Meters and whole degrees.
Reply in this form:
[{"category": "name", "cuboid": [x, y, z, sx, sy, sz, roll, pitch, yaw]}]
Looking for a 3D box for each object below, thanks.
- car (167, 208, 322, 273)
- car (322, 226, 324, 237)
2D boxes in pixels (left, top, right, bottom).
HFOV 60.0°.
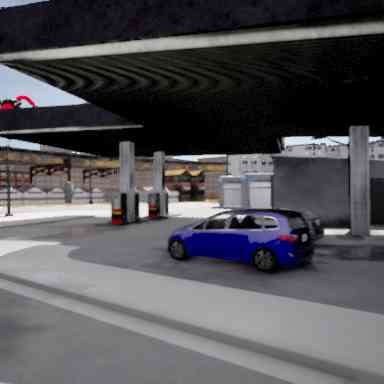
[{"category": "car", "cuboid": [1.350, 1.349, 10.535, 4.611, 1.667, 2.242, -1, 0, 36]}, {"category": "car", "cuboid": [4.067, 1.518, 15.654, 3.806, 1.475, 1.970, -1, 0, 36]}]
